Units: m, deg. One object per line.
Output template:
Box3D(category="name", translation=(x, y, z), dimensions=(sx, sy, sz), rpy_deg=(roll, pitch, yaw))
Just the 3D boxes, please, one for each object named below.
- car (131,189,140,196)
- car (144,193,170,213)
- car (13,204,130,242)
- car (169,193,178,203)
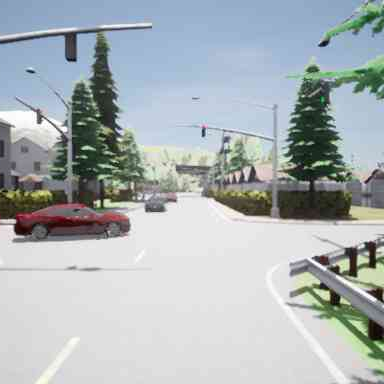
Box3D(category="car", translation=(-16.476, 0.226, 87.599), dimensions=(3.866, 1.878, 1.905), rpy_deg=(0, 1, 0))
Box3D(category="car", translation=(-3.479, 1.186, 32.542), dimensions=(1.837, 1.490, 4.892), rpy_deg=(0, 1, 1))
Box3D(category="car", translation=(-5.371, 1.316, 15.305), dimensions=(5.008, 1.535, 1.882), rpy_deg=(0, 1, -19))
Box3D(category="car", translation=(-3.351, 0.961, 53.355), dimensions=(1.882, 1.535, 5.008), rpy_deg=(0, 0, 1))
